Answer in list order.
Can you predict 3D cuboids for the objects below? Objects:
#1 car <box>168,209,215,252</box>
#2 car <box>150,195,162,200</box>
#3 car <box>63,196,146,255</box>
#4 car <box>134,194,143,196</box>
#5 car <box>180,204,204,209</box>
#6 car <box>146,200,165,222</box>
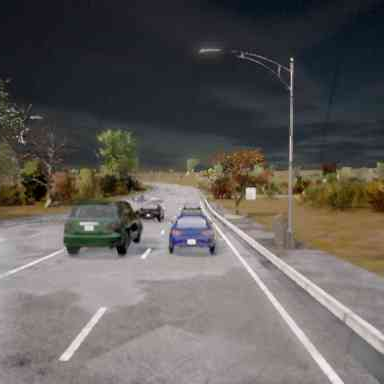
[{"bbox_3d":[-0.009,1.662,14.393,1.812,1.442,4.674,0,0,0],"label":"car"},{"bbox_3d":[-7.077,1.290,65.506,1.895,1.301,4.718,0,2,0],"label":"car"},{"bbox_3d":[-3.512,1.350,14.019,2.150,2.045,5.566,0,0,0],"label":"car"},{"bbox_3d":[-10.579,1.186,65.503,2.128,1.511,4.902,0,2,0],"label":"car"},{"bbox_3d":[-0.024,1.770,29.306,2.128,1.511,4.902,0,0,0],"label":"car"},{"bbox_3d":[-3.523,1.757,29.485,1.882,1.535,5.008,0,0,0],"label":"car"}]
